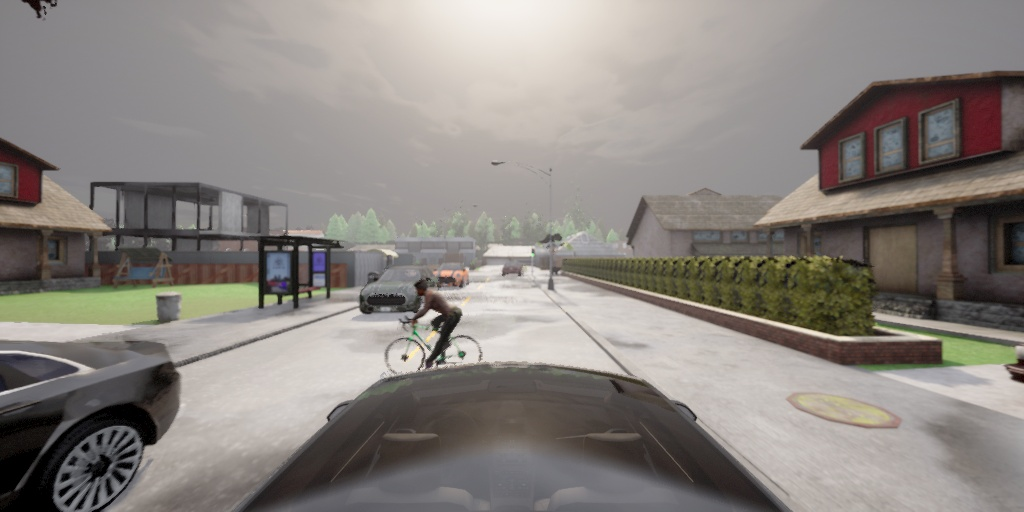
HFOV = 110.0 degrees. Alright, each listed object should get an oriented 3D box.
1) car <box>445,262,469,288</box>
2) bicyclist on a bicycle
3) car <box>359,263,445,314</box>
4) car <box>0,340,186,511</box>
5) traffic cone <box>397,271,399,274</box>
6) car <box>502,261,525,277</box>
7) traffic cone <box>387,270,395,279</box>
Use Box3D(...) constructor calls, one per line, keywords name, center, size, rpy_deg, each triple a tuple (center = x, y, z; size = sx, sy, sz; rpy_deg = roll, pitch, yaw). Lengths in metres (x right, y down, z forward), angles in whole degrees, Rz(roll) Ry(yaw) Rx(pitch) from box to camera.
Box3D(name="car", center=(-4.272, 1.265, 25.147), size=(2.097, 1.767, 4.553), rpy_deg=(0, 0, 0))
Box3D(name="bicyclist on a bicycle", center=(-1.344, 1.231, 6.055), size=(1.656, 1.620, 0.582), rpy_deg=(-2, 0, -1))
Box3D(name="car", center=(-4.195, 1.188, 14.093), size=(2.097, 1.767, 4.553), rpy_deg=(0, 0, 0))
Box3D(name="car", center=(-4.087, 1.240, 1.397), size=(2.128, 1.511, 4.902), rpy_deg=(0, 0, -1))
Box3D(name="traffic cone", center=(-9.919, 1.805, 31.268), size=(0.344, 0.586, 0.344), rpy_deg=(0, 0, 0))
Box3D(name="car", center=(0.223, 1.375, 41.042), size=(2.097, 1.767, 4.553), rpy_deg=(0, 0, 8))
Box3D(name="traffic cone", center=(-10.643, 1.779, 31.782), size=(0.344, 0.586, 0.344), rpy_deg=(0, 0, 0))
